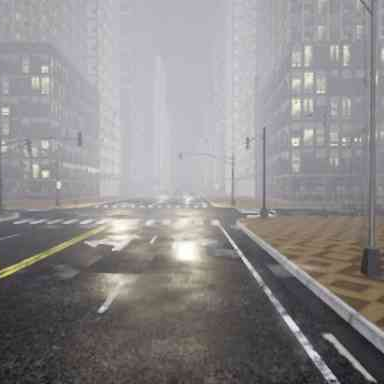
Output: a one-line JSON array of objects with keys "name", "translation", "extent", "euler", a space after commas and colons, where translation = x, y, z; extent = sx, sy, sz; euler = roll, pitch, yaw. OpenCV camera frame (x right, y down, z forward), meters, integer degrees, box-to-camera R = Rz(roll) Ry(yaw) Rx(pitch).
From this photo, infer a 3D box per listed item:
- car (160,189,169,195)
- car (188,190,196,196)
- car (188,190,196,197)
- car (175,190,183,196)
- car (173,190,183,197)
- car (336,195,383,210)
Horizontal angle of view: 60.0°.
[{"name": "car", "translation": [-6.522, 0.005, 80.126], "extent": [2.128, 1.511, 4.902], "euler": [0, 1, 0]}, {"name": "car", "translation": [-0.023, 0.193, 86.381], "extent": [1.994, 1.385, 4.181], "euler": [0, 1, 0]}, {"name": "car", "translation": [-0.021, 0.498, 76.412], "extent": [1.895, 1.301, 4.718], "euler": [0, 1, 0]}, {"name": "car", "translation": [-3.274, 0.224, 85.994], "extent": [1.895, 1.301, 4.718], "euler": [0, 1, 0]}, {"name": "car", "translation": [-3.271, 0.263, 75.933], "extent": [2.097, 1.767, 4.553], "euler": [0, 1, 0]}, {"name": "car", "translation": [17.078, 1.012, 33.390], "extent": [4.829, 1.417, 1.752], "euler": [0, 1, 2]}]
